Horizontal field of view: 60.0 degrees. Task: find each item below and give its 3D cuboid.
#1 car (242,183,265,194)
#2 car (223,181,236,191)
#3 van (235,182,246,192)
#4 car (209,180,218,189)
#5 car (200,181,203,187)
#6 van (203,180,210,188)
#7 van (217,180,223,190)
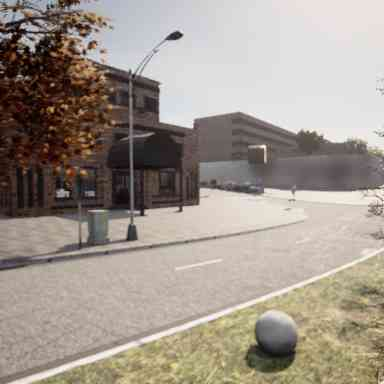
[{"bbox_3d":[12.963,-0.417,67.518,2.097,1.535,5.008,6,5,40],"label":"car"},{"bbox_3d":[9.954,-1.170,72.640,2.435,2.045,5.566,6,5,40],"label":"car"},{"bbox_3d":[11.545,-0.897,70.177,1.878,1.987,4.442,6,5,40],"label":"van"},{"bbox_3d":[6.929,-1.549,77.818,2.185,1.767,4.553,6,5,40],"label":"car"},{"bbox_3d":[2.404,-2.180,85.599,2.231,1.521,4.892,6,5,39],"label":"car"},{"bbox_3d":[5.516,-1.905,80.510,1.878,1.987,4.442,6,5,40],"label":"van"},{"bbox_3d":[8.392,-1.394,75.157,1.878,1.987,4.442,6,6,40],"label":"van"}]
